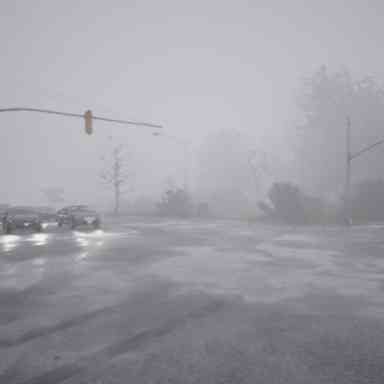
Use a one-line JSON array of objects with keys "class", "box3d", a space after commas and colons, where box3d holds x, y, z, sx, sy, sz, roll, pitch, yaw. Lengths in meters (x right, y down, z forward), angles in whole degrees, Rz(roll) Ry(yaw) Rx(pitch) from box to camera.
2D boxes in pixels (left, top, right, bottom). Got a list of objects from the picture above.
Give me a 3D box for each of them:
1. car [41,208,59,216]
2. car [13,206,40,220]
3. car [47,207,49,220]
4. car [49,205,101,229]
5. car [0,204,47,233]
[{"class": "car", "box3d": [-25.563, 3.591, 59.769, 1.837, 1.490, 4.892, 1, -3, -36]}, {"class": "car", "box3d": [-19.663, 2.513, 39.366, 2.128, 1.511, 4.902, 1, -3, -35]}, {"class": "car", "box3d": [-13.598, 2.059, 30.881, 2.033, 1.411, 5.357, 1, -3, -36]}, {"class": "car", "box3d": [-7.864, 1.670, 22.857, 2.128, 1.511, 4.902, 1, -2, -37]}, {"class": "car", "box3d": [-10.639, 1.651, 20.782, 1.837, 1.490, 4.892, 1, -2, -33]}]
